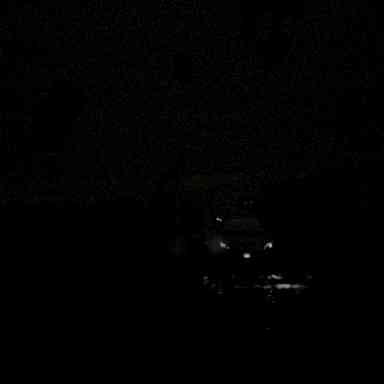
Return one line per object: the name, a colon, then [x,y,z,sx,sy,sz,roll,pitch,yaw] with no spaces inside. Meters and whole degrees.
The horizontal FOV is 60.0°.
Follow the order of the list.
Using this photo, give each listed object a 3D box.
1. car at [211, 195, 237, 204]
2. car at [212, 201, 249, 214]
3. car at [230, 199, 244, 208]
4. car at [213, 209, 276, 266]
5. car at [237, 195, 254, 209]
car: [3.228,1.409,35.486,2.150,2.045,5.566,-1,0,2]
car: [2.453,1.613,22.220,1.837,1.490,4.892,-1,0,4]
car: [7.354,1.881,55.072,1.895,1.301,4.718,-1,0,3]
car: [1.795,1.574,11.933,1.812,1.442,4.674,-1,0,5]
car: [6.597,1.420,42.408,2.150,2.045,5.566,-1,0,4]
